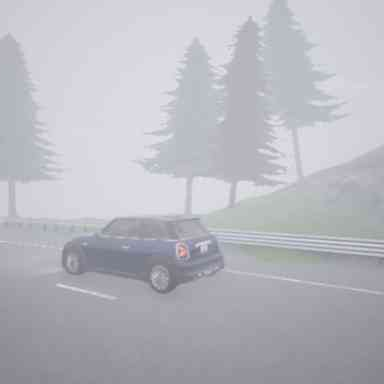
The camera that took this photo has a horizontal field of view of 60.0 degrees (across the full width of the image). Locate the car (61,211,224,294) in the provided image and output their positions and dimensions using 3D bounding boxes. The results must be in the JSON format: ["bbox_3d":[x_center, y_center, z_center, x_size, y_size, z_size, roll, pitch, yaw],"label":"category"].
[{"bbox_3d":[-1.487,1.378,9.048,4.553,1.767,2.097,-1,0,34],"label":"car"}]
